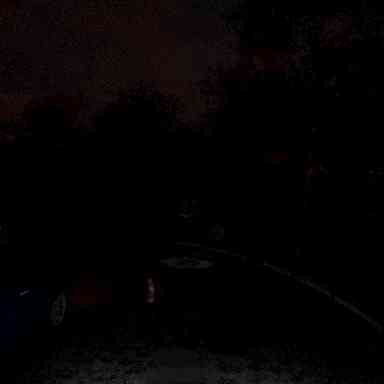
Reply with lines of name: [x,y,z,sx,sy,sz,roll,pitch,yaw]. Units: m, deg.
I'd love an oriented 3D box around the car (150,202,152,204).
car: [-11.019,2.074,73.857,5.008,1.535,1.882,3,-1,43]

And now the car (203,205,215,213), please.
car: [3.317,2.850,56.409,1.812,1.442,4.674,3,-1,-9]

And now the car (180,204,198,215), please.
car: [-0.339,2.613,50.133,2.128,1.511,4.902,1,-1,15]

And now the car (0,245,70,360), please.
car: [-3.111,1.479,4.185,1.812,1.442,4.674,2,-1,3]
